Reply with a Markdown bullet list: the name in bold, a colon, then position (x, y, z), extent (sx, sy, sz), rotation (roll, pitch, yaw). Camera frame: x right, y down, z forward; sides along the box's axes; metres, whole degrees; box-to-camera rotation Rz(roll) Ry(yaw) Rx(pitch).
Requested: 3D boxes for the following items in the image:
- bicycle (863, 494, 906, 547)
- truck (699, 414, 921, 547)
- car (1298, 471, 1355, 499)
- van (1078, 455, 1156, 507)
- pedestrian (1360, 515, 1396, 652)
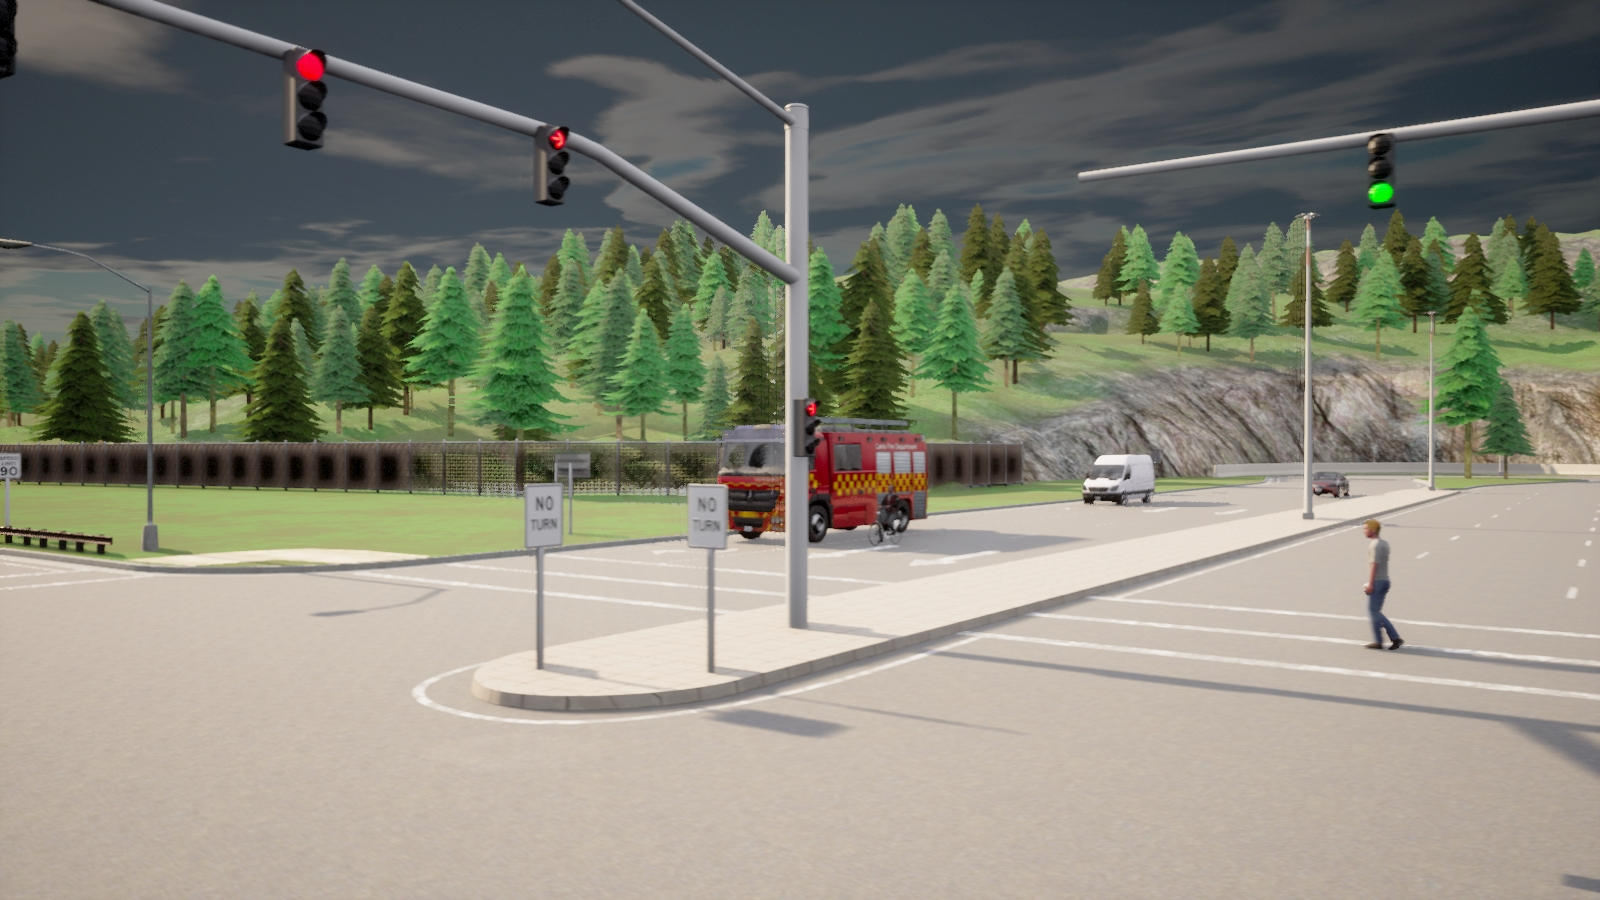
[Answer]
- **bicycle**: position (2.498, 2.060, 33.561), extent (0.329, 1.471, 1.835), rotation (0, -1, 36)
- **truck**: position (0.576, 0.892, 37.291), extent (2.891, 3.827, 8.468), rotation (0, 0, 36)
- **car**: position (31.184, 2.048, 67.596), extent (2.128, 1.511, 4.902), rotation (0, 0, 36)
- **van**: position (16.456, 1.535, 59.063), extent (1.988, 2.561, 5.915), rotation (0, 0, 36)
- **pedestrian**: position (8.079, 1.849, 15.971), extent (0.375, 1.860, 0.375), rotation (0, 0, 39)
